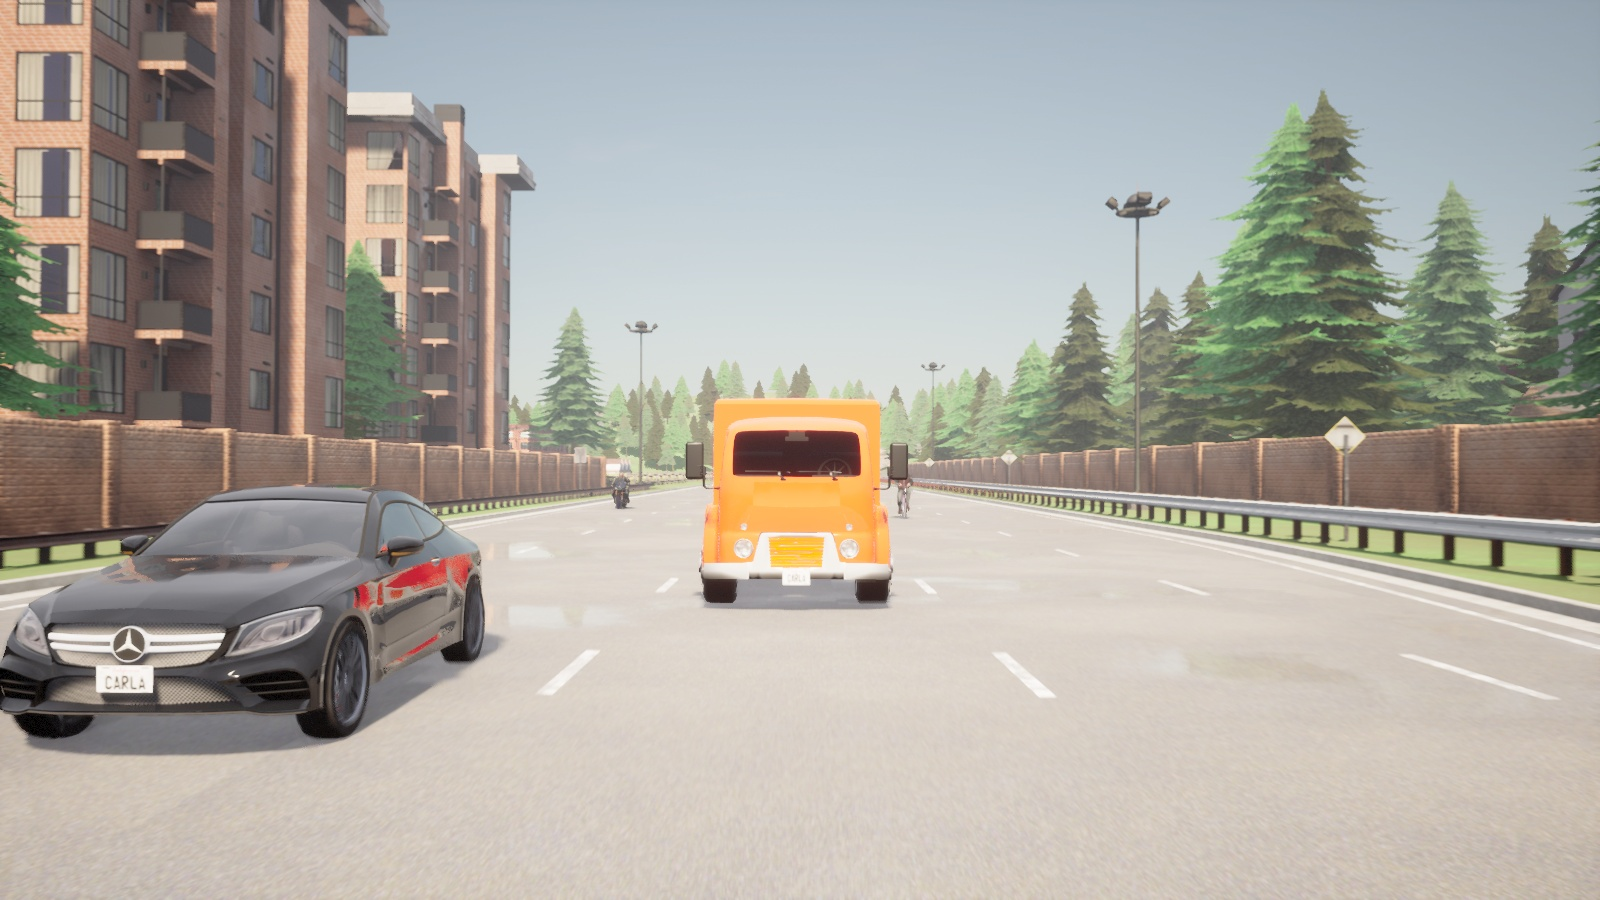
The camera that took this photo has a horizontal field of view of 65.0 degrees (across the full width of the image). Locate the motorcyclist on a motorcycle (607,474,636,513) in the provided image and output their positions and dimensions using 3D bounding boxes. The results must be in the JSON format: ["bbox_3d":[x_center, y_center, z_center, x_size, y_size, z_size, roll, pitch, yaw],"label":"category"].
[{"bbox_3d":[-7.122,1.717,50.179,0.866,1.530,2.191,0,-1,0],"label":"motorcyclist on a motorcycle"}]

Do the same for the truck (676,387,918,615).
[{"bbox_3d":[-0.042,0.600,16.277,2.627,2.467,5.204,0,-1,0],"label":"truck"}]

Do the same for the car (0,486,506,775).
[{"bbox_3d":[-3.516,1.003,8.863,1.812,1.442,4.674,0,-1,0],"label":"car"}]
